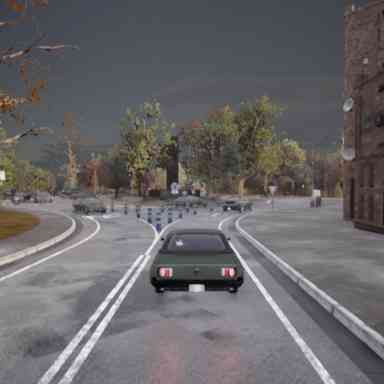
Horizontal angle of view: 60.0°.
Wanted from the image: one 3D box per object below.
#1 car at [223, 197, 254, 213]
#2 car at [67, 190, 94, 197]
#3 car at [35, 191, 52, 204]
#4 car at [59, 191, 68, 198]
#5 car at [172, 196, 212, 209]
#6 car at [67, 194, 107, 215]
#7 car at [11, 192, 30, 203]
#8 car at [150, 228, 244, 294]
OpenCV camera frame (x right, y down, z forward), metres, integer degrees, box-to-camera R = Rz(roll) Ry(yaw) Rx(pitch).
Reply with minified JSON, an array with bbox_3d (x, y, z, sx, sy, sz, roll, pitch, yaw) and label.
[{"bbox_3d":[4.728,1.219,33.335,1.837,1.490,4.892,0,2,31],"label":"car"},{"bbox_3d":[-21.402,0.540,65.285,1.895,1.301,4.718,1,2,28],"label":"car"},{"bbox_3d":[-21.304,0.718,47.701,2.097,1.767,4.553,0,1,-24],"label":"car"},{"bbox_3d":[-24.335,0.432,66.670,2.128,1.511,4.902,1,2,25],"label":"car"},{"bbox_3d":[0.030,1.131,37.796,4.674,1.442,1.812,0,2,-11],"label":"car"},{"bbox_3d":[-9.616,1.270,31.036,1.837,1.490,4.892,0,1,-40],"label":"car"},{"bbox_3d":[-25.650,0.804,49.890,2.128,1.511,4.902,-1,1,-15],"label":"car"},{"bbox_3d":[0.096,1.599,8.755,1.895,1.301,4.718,0,0,0],"label":"car"}]
